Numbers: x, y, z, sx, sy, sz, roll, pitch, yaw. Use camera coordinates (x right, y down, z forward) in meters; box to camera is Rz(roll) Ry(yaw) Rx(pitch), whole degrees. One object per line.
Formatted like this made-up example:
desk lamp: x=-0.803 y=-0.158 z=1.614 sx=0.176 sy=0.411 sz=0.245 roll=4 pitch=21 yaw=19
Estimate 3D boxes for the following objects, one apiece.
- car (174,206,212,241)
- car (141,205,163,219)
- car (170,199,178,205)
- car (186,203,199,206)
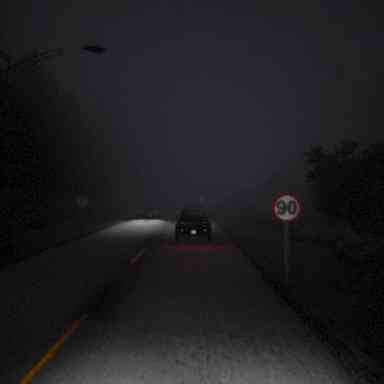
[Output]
car: x=0.065 y=1.739 z=18.393 sx=2.128 sy=1.511 sz=4.902 roll=0 pitch=-1 yaw=0
car: x=-4.168 y=2.081 z=35.301 sx=1.895 sy=1.301 sz=4.718 roll=0 pitch=-1 yaw=0
car: x=-4.165 y=2.357 z=77.797 sx=2.033 sy=1.411 sz=5.357 roll=0 pitch=-1 yaw=0
car: x=0.019 y=2.007 z=38.268 sx=2.128 sy=1.511 sz=4.902 roll=0 pitch=-1 yaw=0
